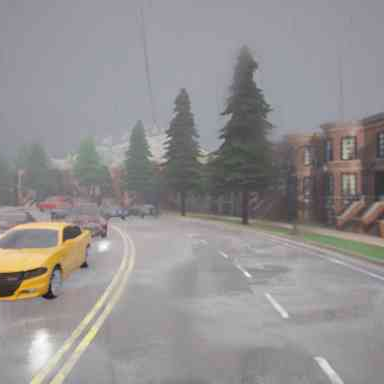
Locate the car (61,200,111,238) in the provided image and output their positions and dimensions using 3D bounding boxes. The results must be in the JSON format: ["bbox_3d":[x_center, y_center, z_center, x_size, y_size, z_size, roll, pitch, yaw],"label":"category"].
[{"bbox_3d":[-5.907,1.516,18.521,2.097,1.767,4.553,0,0,-19],"label":"car"}]

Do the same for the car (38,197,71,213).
[{"bbox_3d":[-17.057,1.590,41.521,5.566,2.045,2.150,0,0,40],"label":"car"}]

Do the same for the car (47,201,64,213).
[{"bbox_3d":[-11.689,1.834,30.620,1.994,1.385,4.181,0,-1,-33],"label":"car"}]

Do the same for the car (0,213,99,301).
[{"bbox_3d":[-3.987,1.556,8.759,1.882,1.535,5.008,0,-1,-5],"label":"car"}]

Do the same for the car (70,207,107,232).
[{"bbox_3d":[-7.192,1.811,22.883,1.994,1.385,4.181,0,-1,-24],"label":"car"}]

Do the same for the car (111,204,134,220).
[{"bbox_3d":[-7.676,1.823,31.050,2.033,1.411,5.357,0,-1,-34],"label":"car"}]

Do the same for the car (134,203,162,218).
[{"bbox_3d":[-4.963,1.843,33.313,2.033,1.411,5.357,0,-1,-34],"label":"car"}]

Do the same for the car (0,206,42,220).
[{"bbox_3d":[-9.066,1.676,16.978,1.812,1.442,4.674,0,-1,-18],"label":"car"}]
